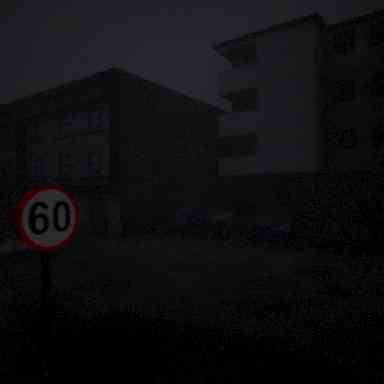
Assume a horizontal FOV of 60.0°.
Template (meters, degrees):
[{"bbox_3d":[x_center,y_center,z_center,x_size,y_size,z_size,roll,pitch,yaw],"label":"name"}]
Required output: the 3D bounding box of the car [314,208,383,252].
[{"bbox_3d":[6.921,1.439,13.594,4.193,1.474,1.816,0,-1,-44],"label":"car"}]

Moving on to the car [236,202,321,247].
[{"bbox_3d":[4.436,1.403,15.194,4.611,1.667,2.242,0,-1,-44],"label":"car"}]

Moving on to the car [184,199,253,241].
[{"bbox_3d":[1.777,1.331,16.809,3.866,1.878,1.905,0,-1,-44],"label":"car"}]

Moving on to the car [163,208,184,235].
[{"bbox_3d":[0.055,1.527,18.538,3.633,1.501,1.845,0,-1,-44],"label":"car"}]
